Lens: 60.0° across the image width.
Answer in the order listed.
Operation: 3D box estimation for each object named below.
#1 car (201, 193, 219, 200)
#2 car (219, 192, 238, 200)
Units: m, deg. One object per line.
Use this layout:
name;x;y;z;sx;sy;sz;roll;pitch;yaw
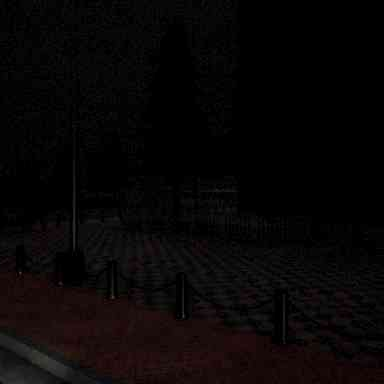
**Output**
car;5.195;1.384;91.438;3.806;1.475;1.970;0;0;35
car;9.553;1.374;84.733;3.633;1.501;1.845;0;0;35
